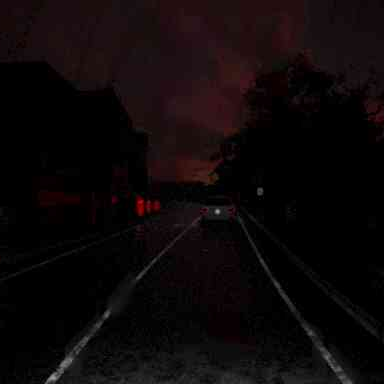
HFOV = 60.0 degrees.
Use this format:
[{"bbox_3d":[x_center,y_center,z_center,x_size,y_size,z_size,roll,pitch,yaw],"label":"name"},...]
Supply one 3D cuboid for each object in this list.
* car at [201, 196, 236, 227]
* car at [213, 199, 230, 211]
[{"bbox_3d":[1.831,1.248,23.022,2.150,2.045,5.566,0,0,6],"label":"car"},{"bbox_3d":[3.815,1.605,42.564,2.033,1.411,5.357,0,0,6],"label":"car"}]
